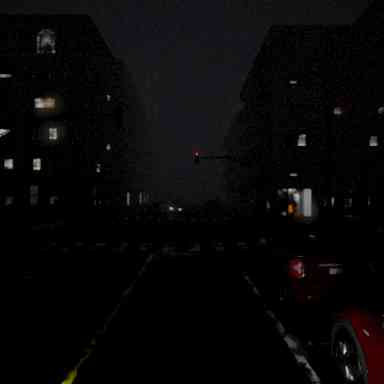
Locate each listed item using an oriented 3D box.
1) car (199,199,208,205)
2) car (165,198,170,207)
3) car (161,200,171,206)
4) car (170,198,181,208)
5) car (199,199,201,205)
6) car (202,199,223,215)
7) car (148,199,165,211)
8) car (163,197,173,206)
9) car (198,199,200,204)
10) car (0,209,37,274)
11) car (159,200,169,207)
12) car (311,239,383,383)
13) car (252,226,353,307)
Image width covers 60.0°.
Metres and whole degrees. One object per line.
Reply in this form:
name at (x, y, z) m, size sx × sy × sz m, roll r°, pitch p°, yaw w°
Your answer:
car at (2.683, 2.466, 79.489) m, size 1.887 × 1.381 × 4.507 m, roll 0°, pitch -1°, yaw 0°
car at (-5.696, 2.241, 62.676) m, size 1.752 × 1.417 × 4.829 m, roll 0°, pitch -1°, yaw 0°
car at (-5.697, 2.418, 73.940) m, size 1.947 × 1.339 × 4.313 m, roll 0°, pitch -1°, yaw 0°
car at (-3.035, 2.202, 63.404) m, size 1.882 × 1.535 × 5.008 m, roll 0°, pitch -1°, yaw 1°
car at (2.686, 2.195, 57.298) m, size 1.887 × 1.381 × 4.507 m, roll 0°, pitch -1°, yaw 0°
car at (2.687, 1.763, 40.655) m, size 2.192 × 1.841 × 5.009 m, roll 0°, pitch -1°, yaw 0°
car at (-5.695, 2.149, 51.748) m, size 1.947 × 1.339 × 4.313 m, roll 0°, pitch -1°, yaw 0°
car at (-5.697, 2.236, 79.491) m, size 2.192 × 1.841 × 5.009 m, roll 0°, pitch -1°, yaw 0°
car at (2.685, 2.269, 62.846) m, size 2.008 × 1.369 × 4.403 m, roll 0°, pitch -1°, yaw 0°
car at (-5.689, 1.399, 8.159) m, size 2.192 × 1.841 × 5.009 m, roll 0°, pitch -1°, yaw 0°
car at (-5.697, 2.367, 68.394) m, size 1.802 × 1.307 × 4.206 m, roll 0°, pitch -1°, yaw 0°
car at (2.692, 1.468, 2.612) m, size 1.967 × 1.590 × 4.097 m, roll 0°, pitch -1°, yaw 0°
car at (2.691, 1.524, 8.156) m, size 1.967 × 1.590 × 4.097 m, roll 0°, pitch -1°, yaw 0°
